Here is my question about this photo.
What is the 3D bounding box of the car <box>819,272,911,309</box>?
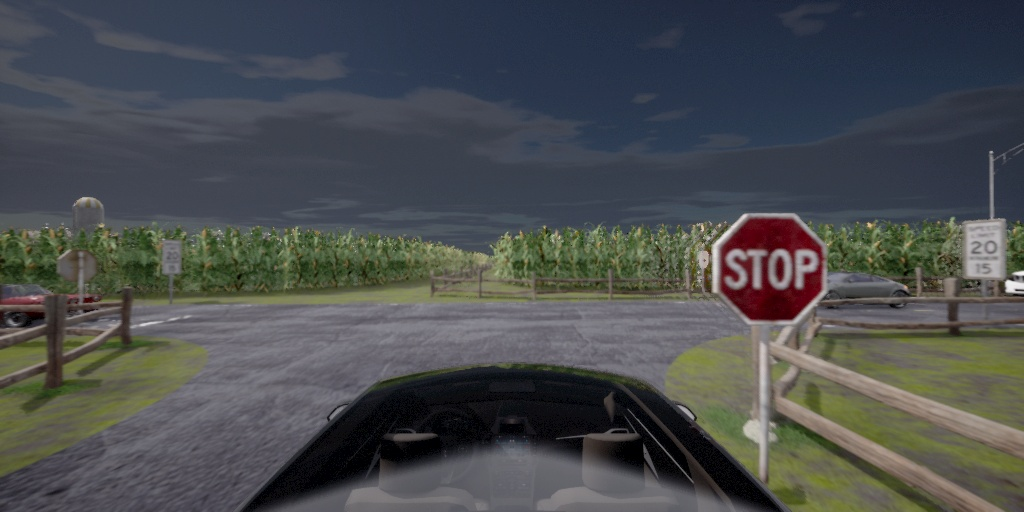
[{"bbox_3d":[13.496,1.343,14.705,4.181,1.385,1.994,0,0,0],"label":"car"}]

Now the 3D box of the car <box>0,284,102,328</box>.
[{"bbox_3d":[-16.496,1.572,11.679,4.718,1.301,1.895,0,0,0],"label":"car"}]

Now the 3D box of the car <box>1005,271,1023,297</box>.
[{"bbox_3d":[24.138,0.936,14.733,5.566,2.045,2.150,0,0,0],"label":"car"}]
